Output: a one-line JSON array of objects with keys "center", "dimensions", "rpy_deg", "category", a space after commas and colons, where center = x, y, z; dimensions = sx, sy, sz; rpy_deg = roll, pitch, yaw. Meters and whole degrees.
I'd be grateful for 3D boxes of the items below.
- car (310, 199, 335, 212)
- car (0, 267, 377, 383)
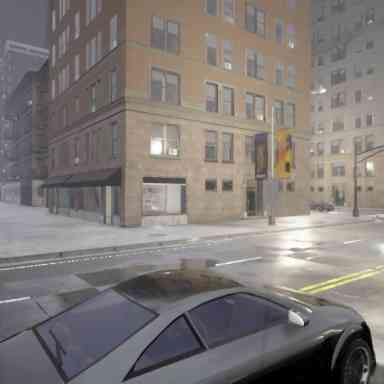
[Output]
[{"center": [14.075, 1.553, 38.146], "dimensions": [1.994, 1.385, 4.181], "rpy_deg": [0, 0, -36], "category": "car"}, {"center": [0.160, 1.564, 3.574], "dimensions": [4.181, 1.385, 1.994], "rpy_deg": [0, 0, -36], "category": "car"}]
